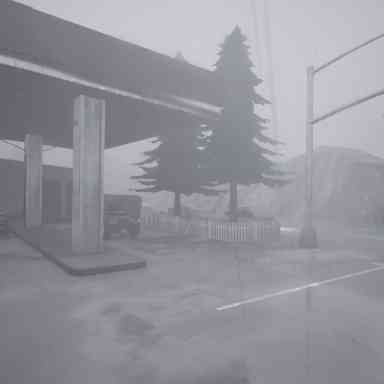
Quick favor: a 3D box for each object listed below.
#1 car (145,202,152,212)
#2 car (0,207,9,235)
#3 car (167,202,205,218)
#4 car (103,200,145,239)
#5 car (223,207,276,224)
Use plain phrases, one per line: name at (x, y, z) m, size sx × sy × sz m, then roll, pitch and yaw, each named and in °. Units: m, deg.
car at (-6.536, 1.652, 40.227) m, size 1.812 × 1.442 × 4.674 m, roll 1°, pitch 0°, yaw -35°
car at (-11.604, 1.521, 18.514) m, size 2.242 × 1.667 × 4.611 m, roll 1°, pitch 0°, yaw -36°
car at (-0.671, 1.721, 31.899) m, size 1.812 × 1.442 × 4.674 m, roll 1°, pitch 0°, yaw -35°
car at (-4.473, 1.446, 18.305) m, size 1.905 × 1.878 × 3.866 m, roll 1°, pitch 0°, yaw -36°
car at (4.245, 1.816, 24.900) m, size 1.994 × 1.385 × 4.181 m, roll 1°, pitch 0°, yaw -35°
